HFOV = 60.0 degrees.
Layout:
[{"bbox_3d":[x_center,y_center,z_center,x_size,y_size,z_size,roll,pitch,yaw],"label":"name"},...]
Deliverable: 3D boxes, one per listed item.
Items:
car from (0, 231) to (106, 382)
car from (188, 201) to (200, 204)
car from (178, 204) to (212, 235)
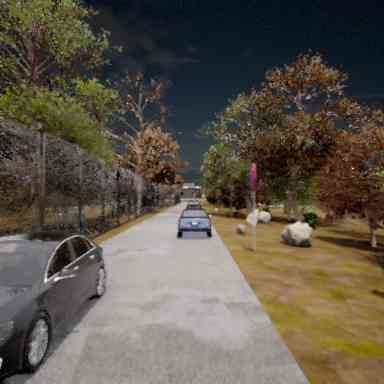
[{"bbox_3d":[-2.842,1.512,5.695,1.837,1.490,4.892,0,0,0],"label":"car"},{"bbox_3d":[0.239,1.844,40.541,1.837,1.490,4.892,0,-1,0],"label":"car"},{"bbox_3d":[0.142,1.640,19.194,2.033,1.411,5.357,0,-1,0],"label":"car"}]
